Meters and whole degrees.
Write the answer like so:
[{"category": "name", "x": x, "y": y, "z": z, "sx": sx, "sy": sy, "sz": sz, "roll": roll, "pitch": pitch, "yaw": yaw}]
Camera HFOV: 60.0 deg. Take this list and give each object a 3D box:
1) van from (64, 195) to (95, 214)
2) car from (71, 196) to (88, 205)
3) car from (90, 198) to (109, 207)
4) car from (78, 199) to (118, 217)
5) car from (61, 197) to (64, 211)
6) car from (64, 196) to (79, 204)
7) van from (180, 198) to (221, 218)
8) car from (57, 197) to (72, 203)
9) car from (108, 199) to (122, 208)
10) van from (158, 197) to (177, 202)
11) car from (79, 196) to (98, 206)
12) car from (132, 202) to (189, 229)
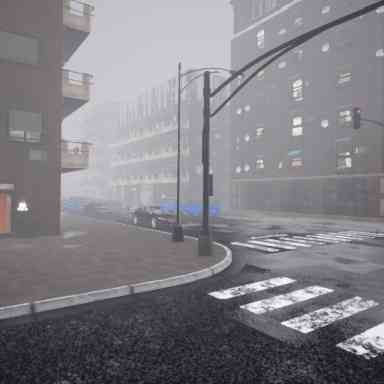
[{"category": "van", "x": -11.933, "y": 1.361, "z": 35.420, "sx": 1.690, "sy": 1.788, "sz": 3.998, "roll": 1, "pitch": -1, "yaw": -35}, {"category": "car", "x": -21.327, "y": 1.605, "z": 62.920, "sx": 1.967, "sy": 1.590, "sz": 4.097, "roll": 1, "pitch": -1, "yaw": -35}, {"category": "car", "x": -14.976, "y": 1.730, "z": 53.708, "sx": 1.802, "sy": 1.307, "sz": 4.206, "roll": 1, "pitch": -1, "yaw": -35}, {"category": "car", "x": -8.759, "y": 1.591, "z": 30.813, "sx": 1.802, "sy": 1.307, "sz": 4.206, "roll": 1, "pitch": -1, "yaw": -35}, {"category": "car", "x": -15.111, "y": 1.580, "z": 40.024, "sx": 2.008, "sy": 1.369, "sz": 4.403, "roll": 1, "pitch": -1, "yaw": -35}, {"category": "car", "x": -24.503, "y": 1.614, "z": 67.525, "sx": 1.967, "sy": 1.590, "sz": 4.097, "roll": 1, "pitch": -1, "yaw": -35}, {"category": "van", "x": 0.906, "y": 1.439, "z": 30.683, "sx": 1.690, "sy": 1.788, "sz": 3.998, "roll": 1, "pitch": -1, "yaw": -35}, {"category": "car", "x": -27.680, "y": 1.727, "z": 72.130, "sx": 1.887, "sy": 1.381, "sz": 4.507, "roll": 1, "pitch": -1, "yaw": -35}, {"category": "car", "x": -11.800, "y": 1.683, "z": 49.103, "sx": 1.887, "sy": 1.381, "sz": 4.507, "roll": 1, "pitch": -1, "yaw": -35}, {"category": "van", "x": -2.270, "y": 1.450, "z": 35.288, "sx": 1.690, "sy": 1.788, "sz": 3.998, "roll": 1, "pitch": -1, "yaw": -35}, {"category": "car", "x": -18.151, "y": 1.597, "z": 58.314, "sx": 1.967, "sy": 1.590, "sz": 4.097, "roll": 1, "pitch": -1, "yaw": -35}, {"category": "car", "x": -2.407, "y": 1.539, "z": 21.603, "sx": 2.008, "sy": 1.369, "sz": 4.403, "roll": 1, "pitch": -1, "yaw": -35}]
